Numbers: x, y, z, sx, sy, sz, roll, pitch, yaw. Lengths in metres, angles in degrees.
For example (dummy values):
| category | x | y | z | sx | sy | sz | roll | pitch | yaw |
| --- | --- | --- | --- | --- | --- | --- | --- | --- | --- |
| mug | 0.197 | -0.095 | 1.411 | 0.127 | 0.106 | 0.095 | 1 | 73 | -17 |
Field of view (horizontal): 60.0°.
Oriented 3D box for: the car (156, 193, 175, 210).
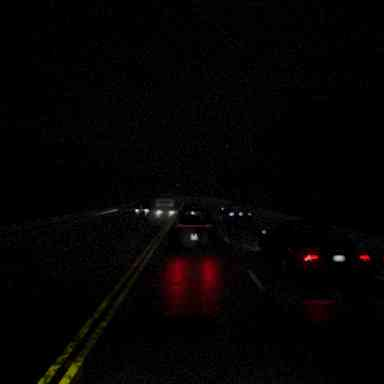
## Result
| category | x | y | z | sx | sy | sz | roll | pitch | yaw |
| --- | --- | --- | --- | --- | --- | --- | --- | --- | --- |
| car | -3.344 | 1.205 | 43.540 | 2.150 | 2.045 | 5.566 | 0 | 0 | 0 |

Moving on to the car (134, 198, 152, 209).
| category | x | y | z | sx | sy | sz | roll | pitch | yaw |
| --- | --- | --- | --- | --- | --- | --- | --- | --- | --- |
| car | -6.590 | 1.534 | 45.542 | 2.033 | 1.411 | 5.357 | 0 | 0 | 0 |

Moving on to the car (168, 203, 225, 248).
| category | x | y | z | sx | sy | sz | roll | pitch | yaw |
| --- | --- | --- | --- | --- | --- | --- | --- | --- | --- |
| car | 0.085 | 1.479 | 14.735 | 2.128 | 1.511 | 4.902 | 0 | 0 | 0 |

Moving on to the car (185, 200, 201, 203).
| category | x | y | z | sx | sy | sz | roll | pitch | yaw |
| --- | --- | --- | --- | --- | --- | --- | --- | --- | --- |
| car | 0.086 | 1.489 | 30.154 | 1.837 | 1.490 | 4.892 | 0 | 0 | 0 |

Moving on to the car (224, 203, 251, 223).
| category | x | y | z | sx | sy | sz | roll | pitch | yaw |
| --- | --- | --- | --- | --- | --- | --- | --- | --- | --- |
| car | 3.313 | 1.532 | 25.011 | 2.033 | 1.411 | 5.357 | 0 | 0 | 0 |

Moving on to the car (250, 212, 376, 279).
| category | x | y | z | sx | sy | sz | roll | pitch | yaw |
| --- | --- | --- | --- | --- | --- | --- | --- | --- | --- |
| car | 3.316 | 1.538 | 9.987 | 2.033 | 1.411 | 5.357 | 0 | 0 | 0 |
